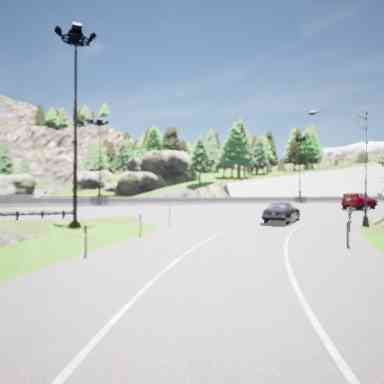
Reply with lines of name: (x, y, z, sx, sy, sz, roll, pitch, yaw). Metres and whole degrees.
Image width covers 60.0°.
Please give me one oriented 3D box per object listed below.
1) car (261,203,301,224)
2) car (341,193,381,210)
car: (6.567, 1.487, 24.203, 2.033, 1.411, 5.357, 1, 0, 28)
car: (20.468, 1.132, 40.761, 5.566, 2.045, 2.150, 0, 0, -39)
